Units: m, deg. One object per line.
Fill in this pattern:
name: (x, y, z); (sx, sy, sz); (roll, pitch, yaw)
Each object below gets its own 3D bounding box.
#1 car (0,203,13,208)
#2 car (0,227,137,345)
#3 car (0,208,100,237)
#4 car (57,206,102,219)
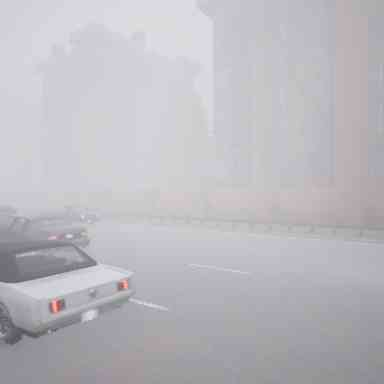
car: (-13.510, 1.500, 22.229); (4.892, 1.490, 1.837); (-2, -1, 35)
car: (-3.365, 1.601, 6.391); (4.718, 1.301, 1.895); (0, 0, 36)
car: (-6.178, 1.547, 12.700); (5.357, 1.411, 2.033); (0, 0, 36)
car: (-8.447, 1.600, 22.916); (4.718, 1.301, 1.895); (0, 0, 36)
